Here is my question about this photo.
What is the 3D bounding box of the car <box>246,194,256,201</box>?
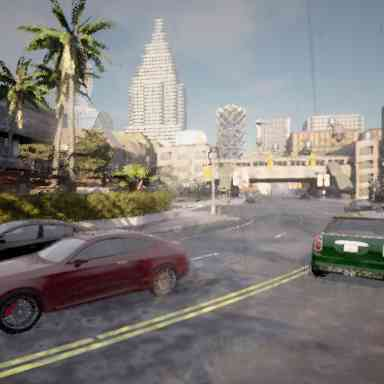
[{"bbox_3d":[14.457,1.342,81.229,2.185,1.767,4.553,0,0,10],"label":"car"}]

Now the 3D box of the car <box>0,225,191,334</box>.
[{"bbox_3d":[-2.129,1.551,7.015,4.674,1.442,1.812,0,0,-40],"label":"car"}]

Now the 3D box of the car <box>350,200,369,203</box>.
[{"bbox_3d":[14.665,1.453,29.086,1.812,1.442,4.674,0,0,14],"label":"car"}]

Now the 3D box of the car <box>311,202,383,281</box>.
[{"bbox_3d":[5.114,1.327,9.329,2.097,1.767,4.553,-1,0,42],"label":"car"}]

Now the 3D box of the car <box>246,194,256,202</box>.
[{"bbox_3d":[13.399,1.468,74.890,2.097,1.535,5.008,0,0,10],"label":"car"}]

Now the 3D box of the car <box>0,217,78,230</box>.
[{"bbox_3d":[-4.763,1.525,9.366,5.008,1.535,1.882,0,0,-39],"label":"car"}]
